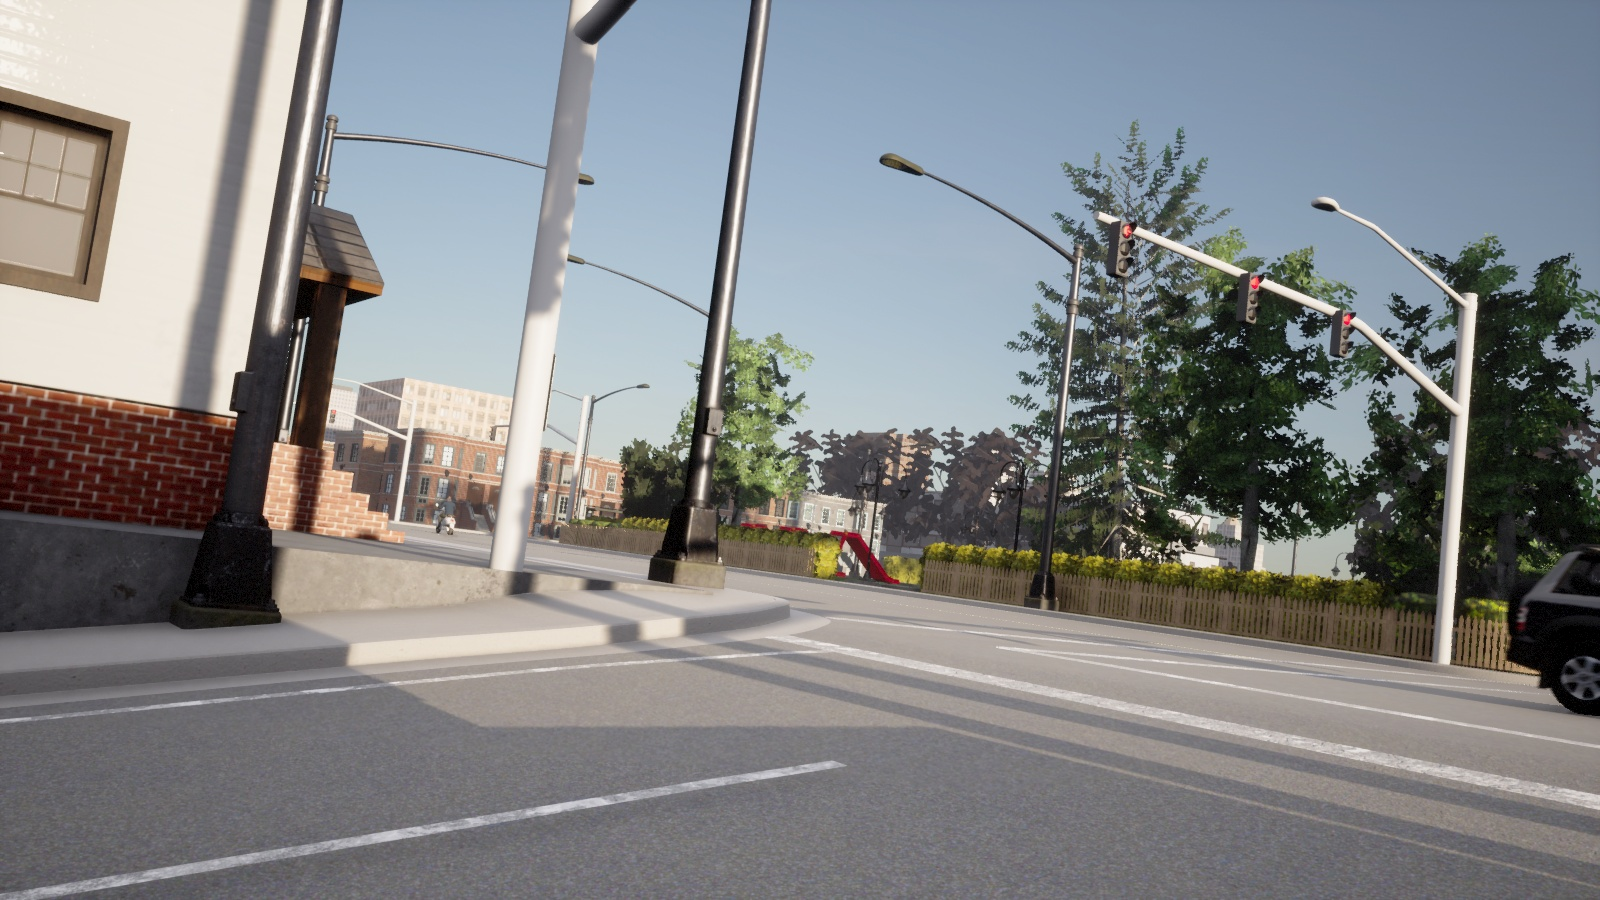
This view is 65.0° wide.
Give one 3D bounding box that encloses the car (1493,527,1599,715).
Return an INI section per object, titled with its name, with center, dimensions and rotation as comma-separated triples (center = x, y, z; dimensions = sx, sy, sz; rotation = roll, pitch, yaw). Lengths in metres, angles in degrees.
[car]
center = 9.620, 1.862, 12.176
dimensions = 1.932, 1.855, 4.605
rotation = 10, -7, -35

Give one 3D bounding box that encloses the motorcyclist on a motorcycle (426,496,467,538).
[motorcyclist on a motorcycle]
center = -14.742, 2.788, 52.392
dimensions = 0.866, 1.590, 1.817
rotation = 10, -6, -35
